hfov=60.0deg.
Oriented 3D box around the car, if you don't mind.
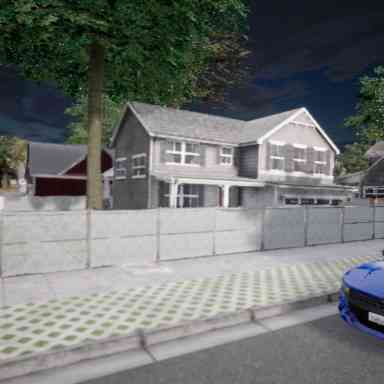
[{"bbox_3d":[4.698,1.503,5.793,5.008,1.535,1.882,1,1,-30],"label":"car"}]
